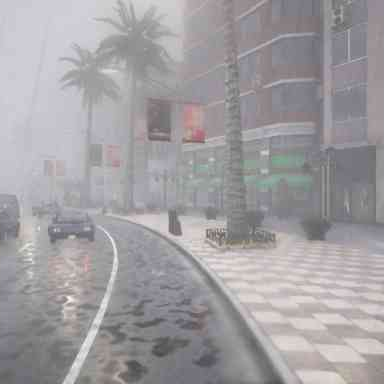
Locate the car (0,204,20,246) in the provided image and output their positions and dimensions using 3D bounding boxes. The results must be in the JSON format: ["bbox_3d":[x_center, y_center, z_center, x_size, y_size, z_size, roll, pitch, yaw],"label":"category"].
[{"bbox_3d":[-9.076,1.509,14.973,1.837,1.490,4.892,0,0,-19],"label":"car"}]

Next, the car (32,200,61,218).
[{"bbox_3d":[-13.409,1.483,30.581,2.128,1.511,4.902,0,0,-34],"label":"car"}]

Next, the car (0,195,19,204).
[{"bbox_3d":[-16.310,1.243,28.623,2.150,2.045,5.566,0,0,-34],"label":"car"}]

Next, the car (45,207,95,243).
[{"bbox_3d":[-5.774,1.612,16.132,1.895,1.301,4.718,0,0,-19],"label":"car"}]
